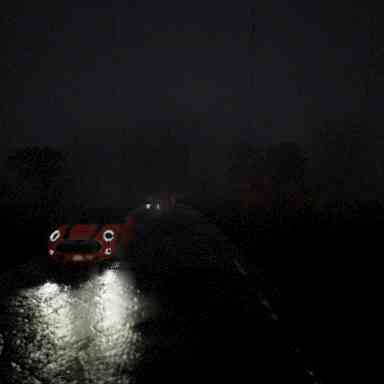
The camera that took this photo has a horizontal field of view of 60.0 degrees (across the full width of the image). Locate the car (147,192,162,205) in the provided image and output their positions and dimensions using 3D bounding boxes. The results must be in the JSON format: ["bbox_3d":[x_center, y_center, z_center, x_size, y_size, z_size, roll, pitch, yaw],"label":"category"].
[{"bbox_3d":[-6.115,1.150,52.920,1.882,1.535,5.008,0,0,-6],"label":"car"}]

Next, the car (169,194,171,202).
[{"bbox_3d":[-2.776,1.159,58.793,1.812,1.442,4.674,0,0,-7],"label":"car"}]

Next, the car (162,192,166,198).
[{"bbox_3d":[-7.151,0.835,82.672,1.882,1.535,5.008,0,0,-10],"label":"car"}]

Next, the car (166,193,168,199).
[{"bbox_3d":[-3.547,1.103,64.773,1.837,1.490,4.892,0,0,-8],"label":"car"}]

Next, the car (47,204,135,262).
[{"bbox_3d":[-3.309,1.278,11.720,2.097,1.767,4.553,0,0,-2],"label":"car"}]

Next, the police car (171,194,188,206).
[{"bbox_3d":[-1.666,1.117,48.916,1.930,1.638,5.238,0,0,-6],"label":"police car"}]
